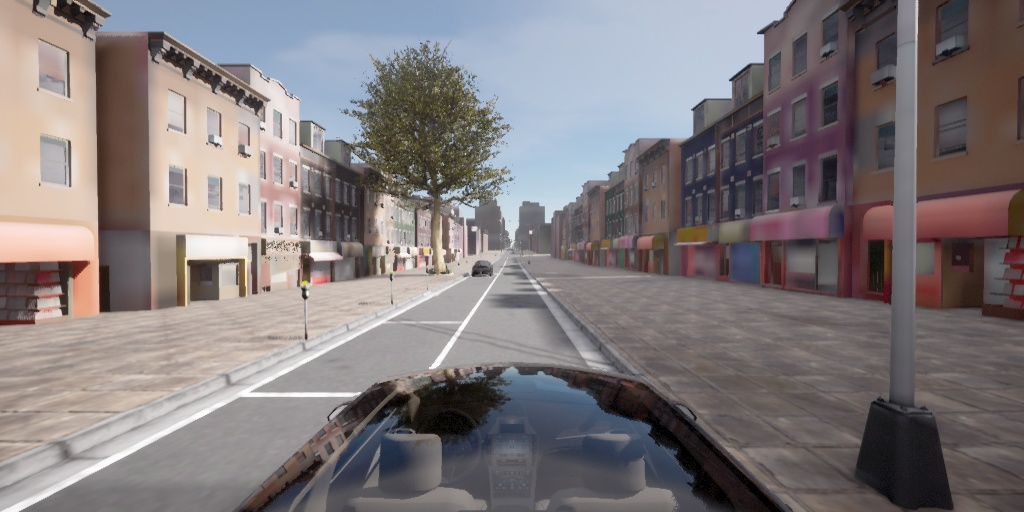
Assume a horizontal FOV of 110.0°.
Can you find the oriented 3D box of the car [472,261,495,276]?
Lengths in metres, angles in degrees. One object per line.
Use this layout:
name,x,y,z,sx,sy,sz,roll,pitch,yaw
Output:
car,-2.750,1.188,34.192,1.837,1.490,4.892,0,0,0
